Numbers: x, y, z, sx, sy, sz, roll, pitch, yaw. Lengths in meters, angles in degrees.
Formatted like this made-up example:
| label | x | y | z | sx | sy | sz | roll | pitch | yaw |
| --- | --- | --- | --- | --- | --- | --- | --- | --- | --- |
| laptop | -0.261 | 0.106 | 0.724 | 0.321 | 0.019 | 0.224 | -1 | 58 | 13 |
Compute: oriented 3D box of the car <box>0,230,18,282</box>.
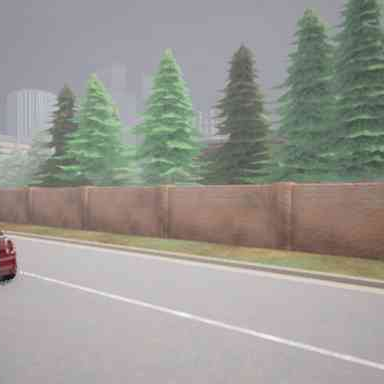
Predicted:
| label | x | y | z | sx | sy | sz | roll | pitch | yaw |
| --- | --- | --- | --- | --- | --- | --- | --- | --- | --- |
| car | -6.546 | 1.376 | 8.604 | 4.553 | 1.767 | 2.097 | 0 | 0 | 35 |
